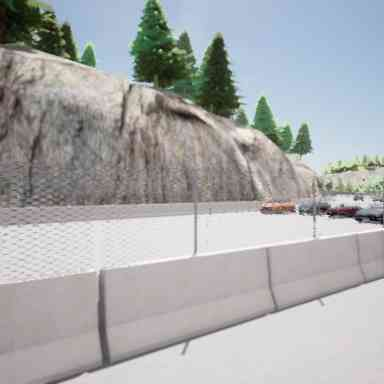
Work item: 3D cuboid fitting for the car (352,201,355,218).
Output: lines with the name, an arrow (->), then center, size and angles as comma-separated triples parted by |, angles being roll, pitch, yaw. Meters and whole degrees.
car -> 14.326, 1.580, 25.505 | 5.357, 1.411, 2.033 | 0, 0, -44

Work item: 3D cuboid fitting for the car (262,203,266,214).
car -> 9.141, 1.407, 35.214 | 2.097, 1.767, 4.553 | 0, 0, 44

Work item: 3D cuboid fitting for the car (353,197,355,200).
car -> 33.808, 1.278, 67.319 | 1.837, 1.490, 4.892 | 0, 0, 31
